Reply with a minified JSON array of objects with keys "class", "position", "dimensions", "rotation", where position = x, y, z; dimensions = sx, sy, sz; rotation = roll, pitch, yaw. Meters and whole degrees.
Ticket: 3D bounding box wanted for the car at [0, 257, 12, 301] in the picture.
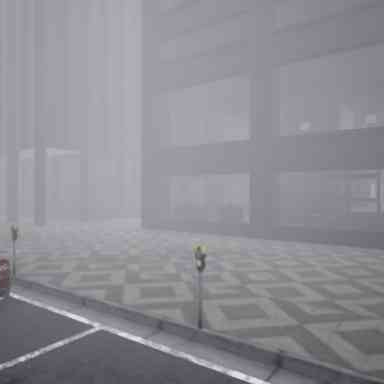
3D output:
[{"class":"car","position":[-5.516,1.550,6.896],"dimensions":[4.507,1.381,1.887],"rotation":[0,0,36]}]
